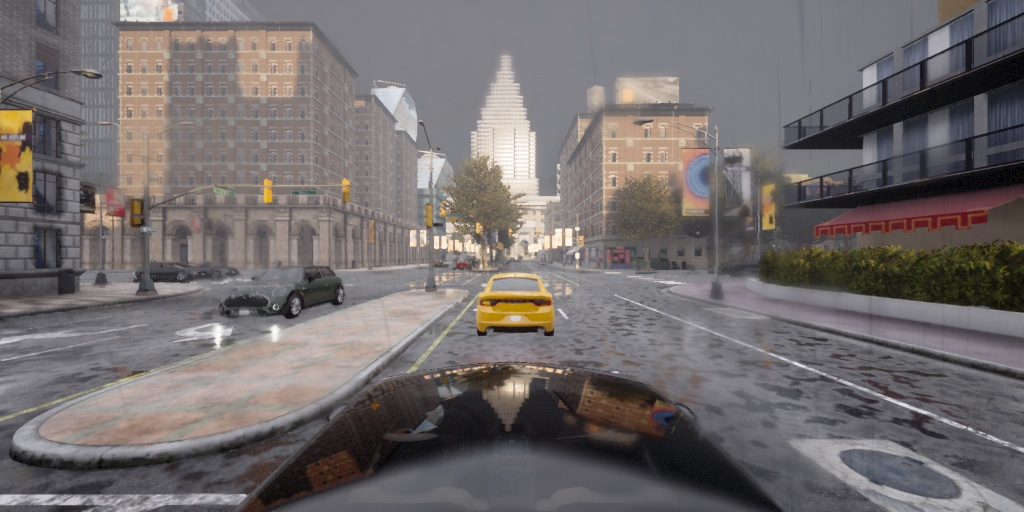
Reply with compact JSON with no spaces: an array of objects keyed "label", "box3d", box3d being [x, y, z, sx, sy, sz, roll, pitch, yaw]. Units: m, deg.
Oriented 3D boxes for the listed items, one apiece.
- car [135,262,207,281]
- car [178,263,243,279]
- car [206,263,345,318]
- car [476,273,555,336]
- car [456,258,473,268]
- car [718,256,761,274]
[{"label":"car","box3d":[-27.349,1.255,28.936,4.892,1.490,1.837,0,0,0]},{"label":"car","box3d":[-27.193,1.313,32.439,4.181,1.385,1.994,0,0,0]},{"label":"car","box3d":[-7.985,1.109,12.953,2.097,1.767,4.553,0,0,0]},{"label":"car","box3d":[0.092,1.228,10.414,1.882,1.535,5.008,0,0,0]},{"label":"car","box3d":[-8.001,1.351,59.154,1.895,1.301,4.718,0,0,0]},{"label":"car","box3d":[26.003,0.971,39.763,5.566,2.045,2.150,0,0,0]}]
